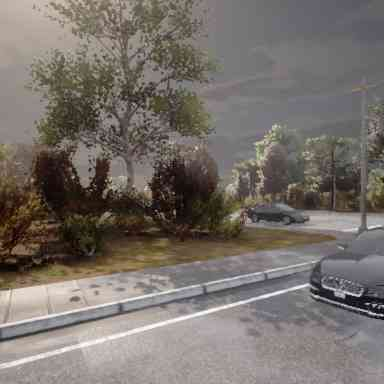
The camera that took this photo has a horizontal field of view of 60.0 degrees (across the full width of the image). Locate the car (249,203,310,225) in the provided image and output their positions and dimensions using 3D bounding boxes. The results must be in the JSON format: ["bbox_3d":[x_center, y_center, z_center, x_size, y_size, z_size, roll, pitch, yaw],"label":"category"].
[{"bbox_3d":[6.373,1.592,24.864,1.837,1.490,4.892,0,0,-39],"label":"car"}]

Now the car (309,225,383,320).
[{"bbox_3d":[4.520,1.505,7.077,4.892,1.490,1.837,0,1,-35],"label":"car"}]

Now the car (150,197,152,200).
[{"bbox_3d":[-6.108,1.847,52.976,5.566,2.045,2.150,-2,-1,40],"label":"car"}]

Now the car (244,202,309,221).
[{"bbox_3d":[7.328,1.673,29.287,2.033,1.411,5.357,0,-1,-40],"label":"car"}]
